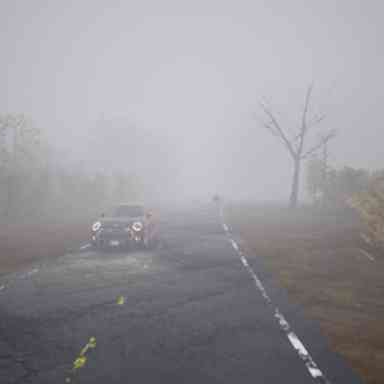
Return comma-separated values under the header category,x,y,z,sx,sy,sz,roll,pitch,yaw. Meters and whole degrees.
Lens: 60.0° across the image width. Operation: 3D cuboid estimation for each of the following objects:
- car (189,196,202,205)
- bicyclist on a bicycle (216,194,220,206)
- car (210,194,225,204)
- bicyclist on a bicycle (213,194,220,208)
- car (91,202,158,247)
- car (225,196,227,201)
category,x,y,z,sx,sy,sz,roll,pitch,yaw
car,0.651,1.301,55.138,2.033,1.411,5.357,0,0,8
bicyclist on a bicycle,3.873,1.151,49.424,0.659,1.776,1.843,0,0,7
car,4.338,1.306,58.906,1.994,1.385,4.181,0,0,9
bicyclist on a bicycle,2.879,1.189,40.243,0.659,1.776,1.843,0,0,6
car,-2.772,1.282,14.509,2.097,1.767,4.553,0,0,2
car,6.768,1.233,74.538,1.994,1.385,4.181,0,0,10
